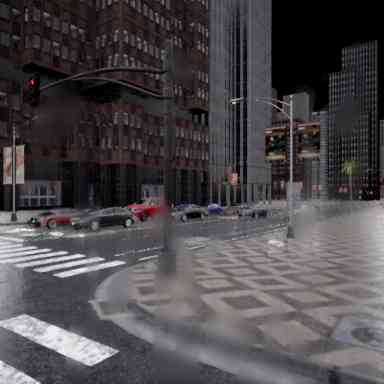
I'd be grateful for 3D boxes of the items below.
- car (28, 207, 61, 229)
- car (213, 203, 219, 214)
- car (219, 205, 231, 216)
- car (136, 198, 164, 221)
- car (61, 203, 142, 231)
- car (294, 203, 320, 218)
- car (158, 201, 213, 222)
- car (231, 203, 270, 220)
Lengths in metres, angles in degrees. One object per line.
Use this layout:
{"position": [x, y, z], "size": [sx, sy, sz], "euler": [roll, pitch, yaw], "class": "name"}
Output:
{"position": [-9.241, 1.779, 23.471], "size": [1.994, 1.385, 4.181], "euler": [0, -1, 36], "class": "car"}
{"position": [1.975, 2.024, 39.497], "size": [1.812, 1.442, 4.674], "euler": [0, -1, 35], "class": "car"}
{"position": [5.406, 2.049, 38.712], "size": [1.812, 1.442, 4.674], "euler": [0, -1, 35], "class": "car"}
{"position": [-3.954, 1.570, 31.031], "size": [2.150, 2.045, 5.566], "euler": [0, -1, 35], "class": "car"}
{"position": [-5.952, 1.741, 22.517], "size": [1.837, 1.490, 4.892], "euler": [0, -1, 35], "class": "car"}
{"position": [12.531, 2.102, 37.231], "size": [1.812, 1.442, 4.674], "euler": [0, -1, 35], "class": "car"}
{"position": [-0.479, 1.866, 30.328], "size": [2.128, 1.511, 4.902], "euler": [0, -1, 35], "class": "car"}
{"position": [6.371, 1.974, 34.101], "size": [2.128, 1.511, 4.902], "euler": [0, -1, 35], "class": "car"}
